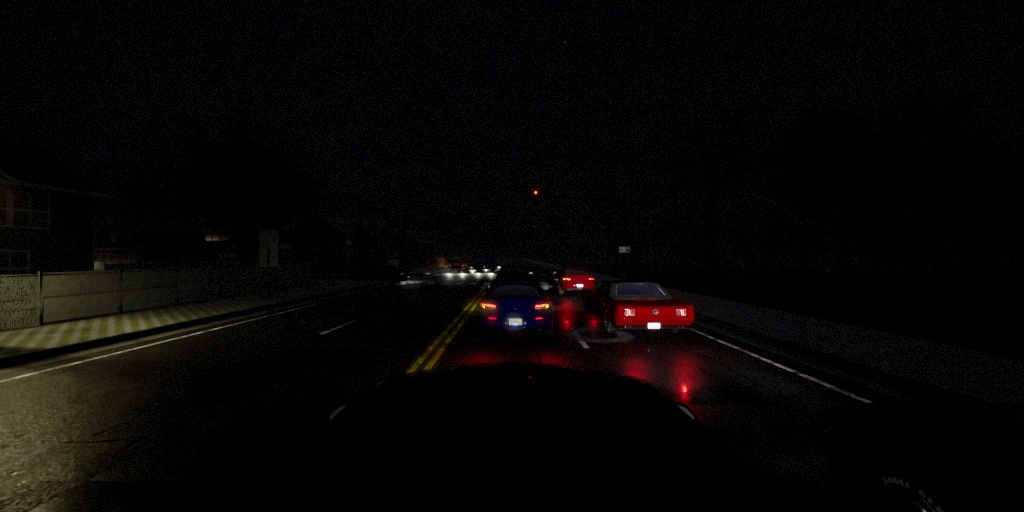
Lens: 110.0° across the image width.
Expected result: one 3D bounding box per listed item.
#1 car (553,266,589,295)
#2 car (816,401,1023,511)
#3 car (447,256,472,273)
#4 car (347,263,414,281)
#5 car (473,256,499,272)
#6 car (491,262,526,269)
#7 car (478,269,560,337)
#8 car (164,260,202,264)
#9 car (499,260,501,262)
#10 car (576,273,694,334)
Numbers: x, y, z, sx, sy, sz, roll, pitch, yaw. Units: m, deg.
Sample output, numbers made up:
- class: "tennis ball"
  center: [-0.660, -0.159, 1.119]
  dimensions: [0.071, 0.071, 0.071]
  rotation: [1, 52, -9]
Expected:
- class: "car"
  center: [3.324, 1.276, 19.731]
  dimensions: [1.812, 1.442, 4.674]
  rotation: [0, 0, 0]
- class: "car"
  center: [3.348, 1.351, 0.671]
  dimensions: [1.895, 1.301, 4.718]
  rotation: [0, 0, 0]
- class: "car"
  center: [-6.562, 1.094, 43.992]
  dimensions: [2.097, 1.767, 4.553]
  rotation: [0, 0, 0]
- class: "car"
  center: [-10.824, 1.308, 29.433]
  dimensions: [5.357, 1.411, 2.033]
  rotation: [0, 0, 16]
- class: "car"
  center: [-3.300, 0.962, 46.111]
  dimensions: [2.150, 2.045, 5.566]
  rotation: [0, 0, 1]
- class: "car"
  center: [0.071, 1.255, 19.404]
  dimensions: [1.837, 1.490, 4.892]
  rotation: [0, 0, 0]
- class: "car"
  center: [0.090, 1.276, 10.143]
  dimensions: [1.812, 1.442, 4.674]
  rotation: [0, 0, 0]
- class: "car"
  center: [-27.293, 1.146, 30.481]
  dimensions: [4.553, 1.767, 2.097]
  rotation: [0, 0, 0]
- class: "car"
  center: [-3.296, 1.279, 56.425]
  dimensions: [2.033, 1.411, 5.357]
  rotation: [0, 0, 0]
- class: "car"
  center: [3.342, 1.351, 10.623]
  dimensions: [1.895, 1.301, 4.718]
  rotation: [0, 0, 0]
